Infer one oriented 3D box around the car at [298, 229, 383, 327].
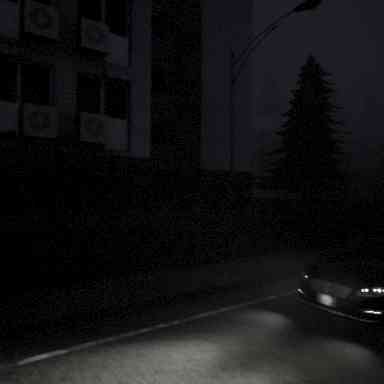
[{"bbox_3d":[4.258,1.569,6.987,4.902,1.511,2.128,1,0,-35],"label":"car"}]
